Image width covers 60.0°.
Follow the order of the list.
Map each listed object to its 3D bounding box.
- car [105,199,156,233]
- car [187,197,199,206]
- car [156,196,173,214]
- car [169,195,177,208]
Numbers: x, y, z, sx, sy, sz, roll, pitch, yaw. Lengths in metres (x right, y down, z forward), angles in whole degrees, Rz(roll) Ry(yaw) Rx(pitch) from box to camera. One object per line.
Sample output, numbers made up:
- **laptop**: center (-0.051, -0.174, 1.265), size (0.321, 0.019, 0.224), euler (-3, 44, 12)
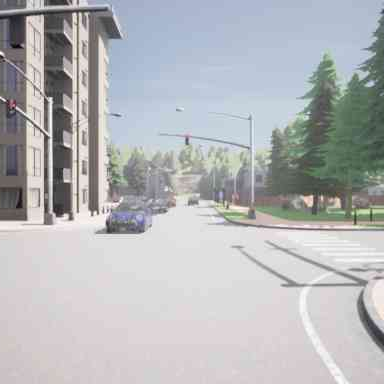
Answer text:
- **car**: center (-3.533, 1.340, 19.298), size (2.097, 1.767, 4.553), euler (0, 0, 0)
- **car**: center (0.196, 1.520, 55.736), size (2.033, 1.411, 5.357), euler (0, 0, 0)
- **car**: center (-3.475, 1.475, 34.663), size (2.128, 1.511, 4.902), euler (0, 0, 0)
- **car**: center (-3.410, 1.328, 48.808), size (2.097, 1.767, 4.553), euler (0, 0, 0)
